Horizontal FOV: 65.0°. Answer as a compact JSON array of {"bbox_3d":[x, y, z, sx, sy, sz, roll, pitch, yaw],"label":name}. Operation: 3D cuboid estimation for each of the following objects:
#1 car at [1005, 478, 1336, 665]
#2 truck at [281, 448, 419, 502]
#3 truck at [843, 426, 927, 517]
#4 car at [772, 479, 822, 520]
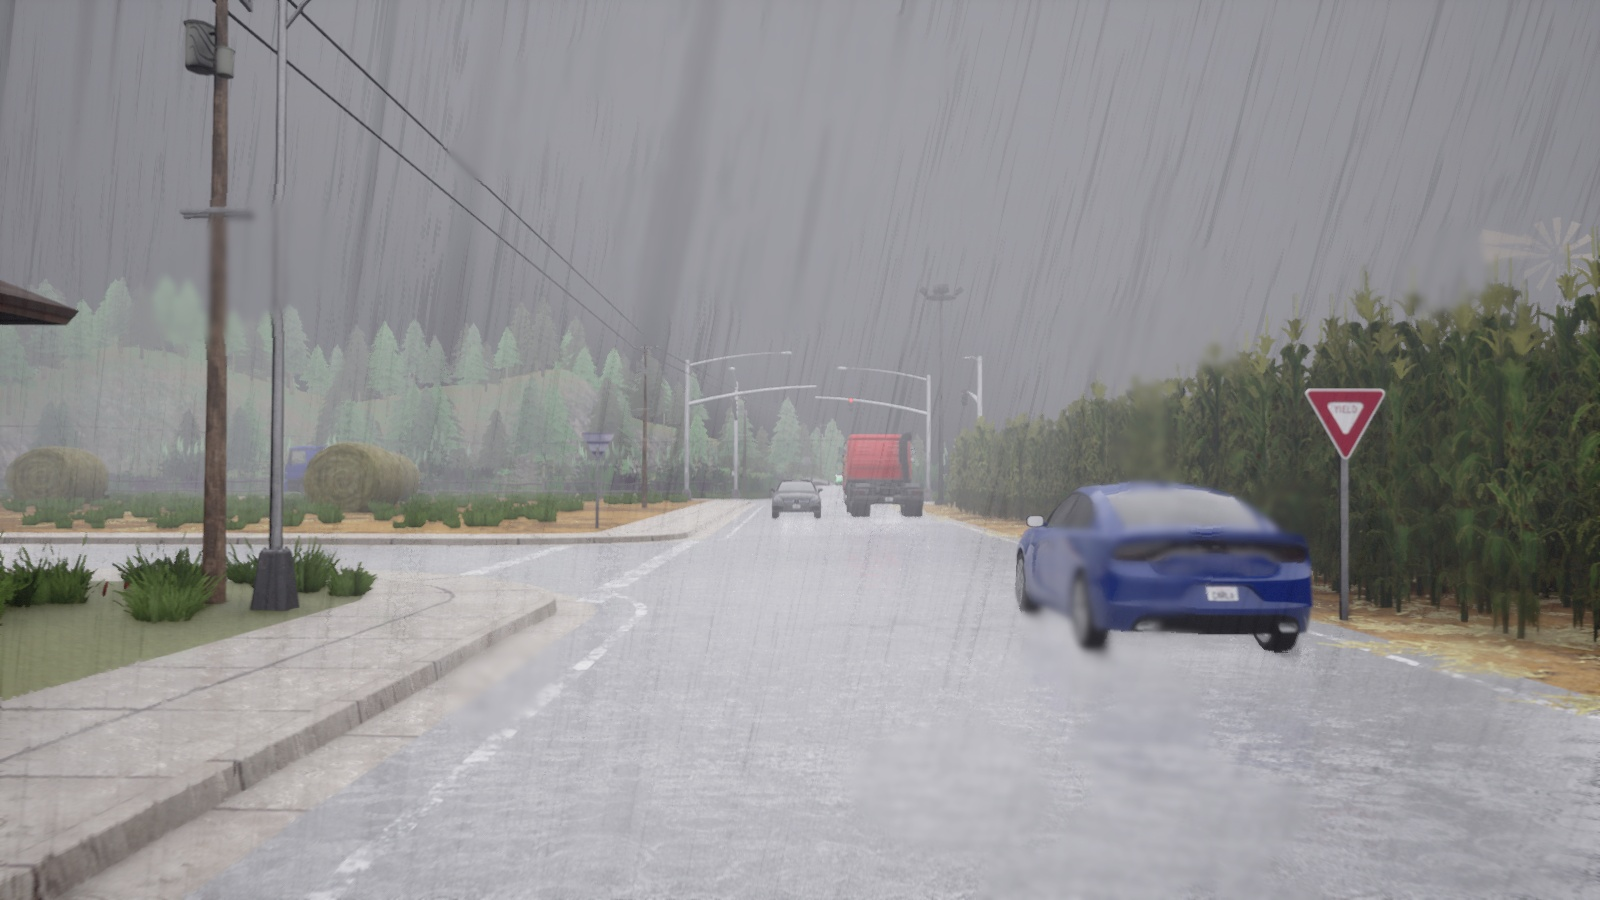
[{"bbox_3d":[3.468,1.055,12.871,1.882,1.535,5.008,0,-1,0],"label":"car"},{"bbox_3d":[-29.187,1.633,81.587,7.936,3.462,2.891,0,-1,3],"label":"truck"},{"bbox_3d":[3.368,0.910,51.696,2.891,3.462,7.936,0,-1,0],"label":"truck"},{"bbox_3d":[-0.118,1.848,47.698,1.812,1.442,4.674,0,-1,0],"label":"car"}]
